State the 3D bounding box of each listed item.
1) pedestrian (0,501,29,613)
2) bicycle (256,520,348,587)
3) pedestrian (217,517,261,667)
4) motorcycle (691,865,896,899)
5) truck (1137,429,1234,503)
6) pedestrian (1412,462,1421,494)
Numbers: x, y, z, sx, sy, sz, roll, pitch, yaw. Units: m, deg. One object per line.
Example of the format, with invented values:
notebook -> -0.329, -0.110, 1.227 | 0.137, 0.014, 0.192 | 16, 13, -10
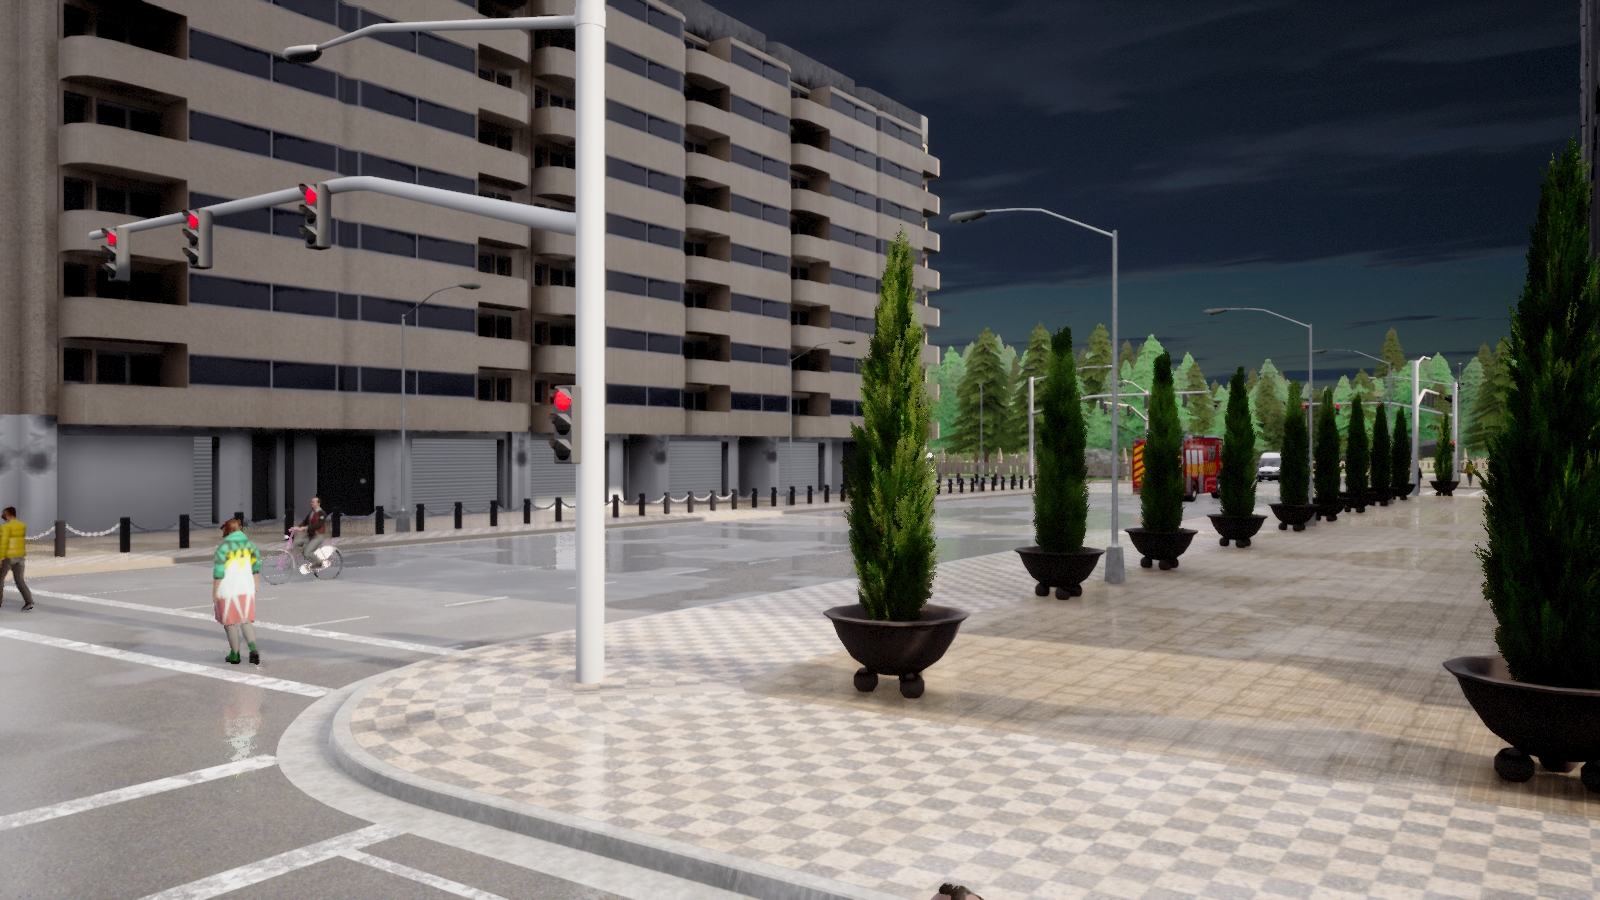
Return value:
pedestrian -> -13.421, 1.804, 19.407 | 0.375, 1.860, 0.375 | 0, 0, 17
bicycle -> -10.222, 2.103, 23.501 | 0.329, 1.271, 1.835 | 0, -1, 33
pedestrian -> -7.188, 1.800, 14.641 | 0.375, 1.860, 0.375 | 0, 0, 34
motorcycle -> 0.516, 2.205, 3.364 | 2.209, 1.251, 0.867 | 0, 0, 34
truck -> 21.438, 0.835, 63.219 | 2.891, 3.827, 8.468 | 0, 0, 34
pedestrian -> 36.828, 1.663, 68.238 | 0.375, 1.860, 0.375 | 0, 0, 43
